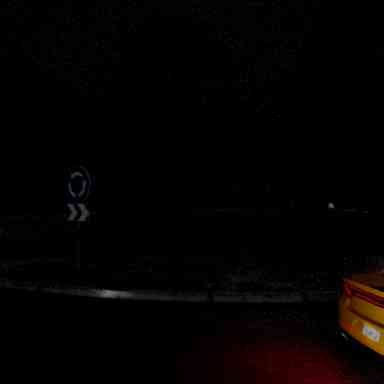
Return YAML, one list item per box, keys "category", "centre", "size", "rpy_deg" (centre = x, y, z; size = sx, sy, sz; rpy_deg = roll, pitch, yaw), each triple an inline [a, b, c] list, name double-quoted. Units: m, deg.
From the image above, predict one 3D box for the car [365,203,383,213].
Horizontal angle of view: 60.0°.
- category: "car"
  centre: [19.804, 1.476, 33.043]
  size: [1.895, 1.301, 4.718]
  rpy_deg: [0, 0, -29]

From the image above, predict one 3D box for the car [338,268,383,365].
- category: "car"
  centre: [4.477, 1.476, 4.433]
  size: [5.008, 1.535, 1.882]
  rpy_deg: [0, 0, -14]
